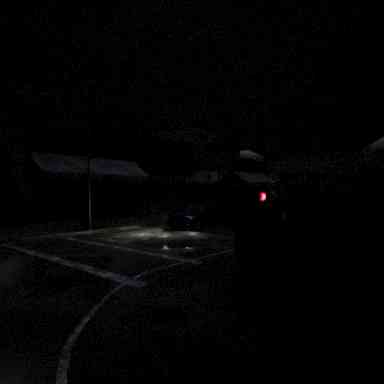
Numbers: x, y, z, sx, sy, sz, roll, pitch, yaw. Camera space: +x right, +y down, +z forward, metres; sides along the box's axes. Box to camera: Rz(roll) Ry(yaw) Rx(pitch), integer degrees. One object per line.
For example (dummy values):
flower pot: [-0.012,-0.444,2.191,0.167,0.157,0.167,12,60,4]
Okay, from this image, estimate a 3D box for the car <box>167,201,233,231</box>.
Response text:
car: [0.660,1.296,19.531,1.882,1.535,5.008,0,0,38]

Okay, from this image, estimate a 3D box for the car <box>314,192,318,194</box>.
car: [27.018,1.299,77.486,2.007,1.523,4.514,0,0,38]

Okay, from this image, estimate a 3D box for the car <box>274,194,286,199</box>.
car: [19.779,1.232,74.215,1.970,1.475,3.806,0,0,38]

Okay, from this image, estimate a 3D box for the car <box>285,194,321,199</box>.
car: [11.422,1.295,33.084,1.882,1.535,5.008,0,0,39]
